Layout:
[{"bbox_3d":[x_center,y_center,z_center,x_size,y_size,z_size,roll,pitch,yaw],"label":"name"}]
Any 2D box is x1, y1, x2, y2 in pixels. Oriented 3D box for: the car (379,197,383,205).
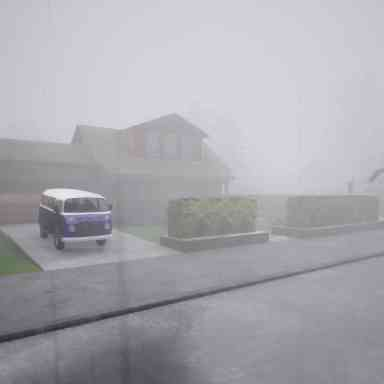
[{"bbox_3d":[24.678,0.985,41.429,3.866,1.878,1.905,0,0,0],"label":"car"}]
